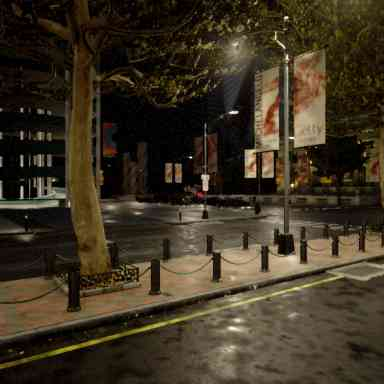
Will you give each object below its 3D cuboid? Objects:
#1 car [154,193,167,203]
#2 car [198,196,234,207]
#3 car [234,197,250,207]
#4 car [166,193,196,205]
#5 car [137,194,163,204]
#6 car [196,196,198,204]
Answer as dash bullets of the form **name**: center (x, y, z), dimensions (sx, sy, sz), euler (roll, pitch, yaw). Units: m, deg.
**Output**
- **car**: center (-5.700, 1.221, 68.009), dimensions (5.566, 2.045, 2.150), euler (0, 0, 45)
- **car**: center (3.522, 1.478, 50.230), dimensions (1.882, 1.535, 5.008), euler (0, 0, -35)
- **car**: center (6.582, 1.547, 51.978), dimensions (2.033, 1.411, 5.357), euler (0, 0, -35)
- **car**: center (-1.913, 1.352, 57.747), dimensions (2.097, 1.767, 4.553), euler (0, 0, -37)
- **car**: center (-8.718, 1.547, 65.853), dimensions (5.357, 1.411, 2.033), euler (0, 0, 43)
- **car**: center (1.006, 1.526, 59.710), dimensions (1.812, 1.442, 4.674), euler (0, 0, -36)
